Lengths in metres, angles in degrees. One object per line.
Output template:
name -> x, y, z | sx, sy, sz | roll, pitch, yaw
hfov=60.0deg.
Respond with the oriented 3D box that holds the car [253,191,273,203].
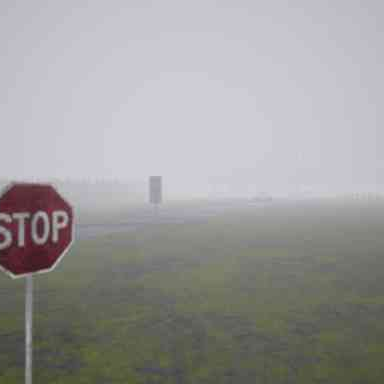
car -> 11.315, 0.755, 53.177 | 2.097, 1.767, 4.553 | 0, 1, 30
